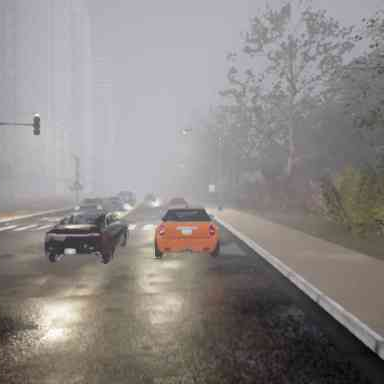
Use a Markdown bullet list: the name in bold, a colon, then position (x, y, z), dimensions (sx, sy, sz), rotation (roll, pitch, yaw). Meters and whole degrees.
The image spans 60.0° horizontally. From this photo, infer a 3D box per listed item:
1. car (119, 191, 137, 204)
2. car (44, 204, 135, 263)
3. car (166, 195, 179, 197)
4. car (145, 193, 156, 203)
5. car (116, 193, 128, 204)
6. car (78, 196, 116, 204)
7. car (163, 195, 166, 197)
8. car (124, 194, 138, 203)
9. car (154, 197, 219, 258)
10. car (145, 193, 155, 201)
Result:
- **car**: position (-9.178, 0.845, 46.139), dimensions (2.150, 2.045, 5.566), rotation (0, 1, -5)
- **car**: position (-3.447, 1.402, 11.620), dimensions (2.128, 1.511, 4.902), rotation (0, 0, -2)
- **car**: position (-1.491, 1.199, 34.343), dimensions (1.882, 1.535, 5.008), rotation (0, 0, -5)
- **car**: position (-7.207, 1.002, 57.338), dimensions (1.882, 1.535, 5.008), rotation (0, 1, -7)
- **car**: position (-8.310, 1.218, 35.813), dimensions (1.837, 1.490, 4.892), rotation (0, 0, -5)
- **car**: position (-7.597, 1.149, 25.883), dimensions (2.097, 1.767, 4.553), rotation (0, 0, -4)
- **car**: position (-4.286, 1.099, 60.099), dimensions (1.895, 1.301, 4.718), rotation (0, 1, -7)
- **car**: position (-10.381, 1.081, 56.533), dimensions (2.033, 1.411, 5.357), rotation (0, 1, -7)
- **car**: position (-0.229, 1.254, 12.508), dimensions (2.097, 1.767, 4.553), rotation (0, 0, -2)
- **car**: position (-8.628, 0.917, 67.703), dimensions (1.882, 1.535, 5.008), rotation (0, 1, -8)
